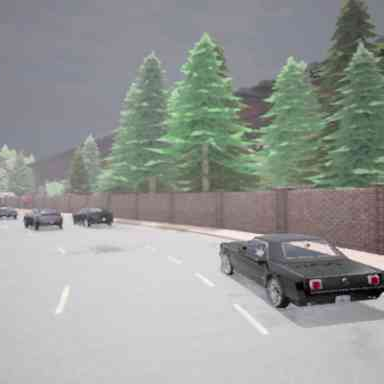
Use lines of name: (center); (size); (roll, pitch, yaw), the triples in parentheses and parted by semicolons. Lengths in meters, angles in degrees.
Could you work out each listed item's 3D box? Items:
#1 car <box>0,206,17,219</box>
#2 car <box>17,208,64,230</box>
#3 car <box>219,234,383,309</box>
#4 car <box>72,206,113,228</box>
car: (-20.280, 2.194, 36.006); (2.033, 1.411, 5.357); (0, -1, -39)
car: (-11.031, 1.910, 24.586); (2.128, 1.511, 4.902); (0, -1, -38)
car: (2.194, 1.691, 8.169); (1.895, 1.301, 4.718); (0, -1, -14)
car: (-7.958, 1.893, 26.355); (1.882, 1.535, 5.008); (0, -1, -38)
